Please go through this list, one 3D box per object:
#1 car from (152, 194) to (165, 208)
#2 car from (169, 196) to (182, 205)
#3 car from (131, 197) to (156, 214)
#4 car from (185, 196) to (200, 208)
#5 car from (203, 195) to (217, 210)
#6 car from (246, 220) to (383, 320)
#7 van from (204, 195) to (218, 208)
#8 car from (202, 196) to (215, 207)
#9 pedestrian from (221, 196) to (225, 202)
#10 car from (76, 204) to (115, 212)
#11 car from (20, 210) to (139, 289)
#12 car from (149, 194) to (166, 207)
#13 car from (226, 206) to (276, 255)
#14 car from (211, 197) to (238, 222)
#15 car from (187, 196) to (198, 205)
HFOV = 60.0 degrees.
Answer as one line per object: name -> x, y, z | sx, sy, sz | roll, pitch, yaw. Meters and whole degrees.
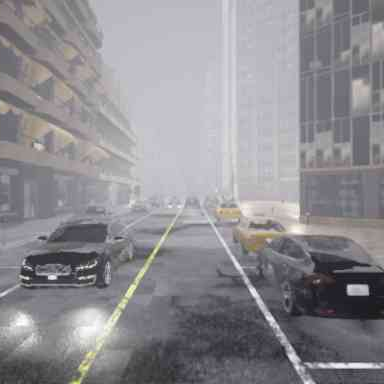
car -> -5.302, 1.364, 45.977 | 1.967, 1.590, 4.097 | 0, 0, 0
car -> -2.742, 1.452, 55.167 | 1.812, 1.442, 4.674 | 0, 0, 0
car -> -5.304, 1.486, 34.906 | 2.008, 1.369, 4.403 | 0, 0, 0
car -> 0.061, 1.275, 46.134 | 2.097, 1.767, 4.553 | 0, 0, 1
car -> 2.577, 1.455, 40.618 | 1.752, 1.417, 4.829 | 0, 0, 0
car -> 2.571, 1.549, 7.232 | 1.947, 1.339, 4.313 | 0, 0, 0
van -> 2.579, 1.265, 45.982 | 1.690, 1.788, 3.998 | 0, 0, 0
car -> 2.578, 1.446, 51.689 | 1.752, 1.417, 4.829 | 0, 0, 0
pedestrian -> 2.755, 1.238, 29.103 | 0.375, 1.860, 0.375 | 0, 0, 0
car -> -5.306, 1.402, 18.297 | 1.967, 1.590, 4.097 | 0, 0, 0
car -> -2.849, 1.484, 9.213 | 1.837, 1.490, 4.892 | 0, 0, 0
car -> -5.300, 1.235, 51.513 | 2.192, 1.841, 5.009 | 0, 0, 0
car -> 2.573, 1.498, 12.938 | 1.752, 1.417, 4.829 | 0, 0, 0
car -> 2.754, 1.405, 26.104 | 1.801, 1.575, 5.366 | 0, 0, 0
car -> 0.009, 1.444, 57.251 | 1.812, 1.442, 4.674 | 0, 0, 0
